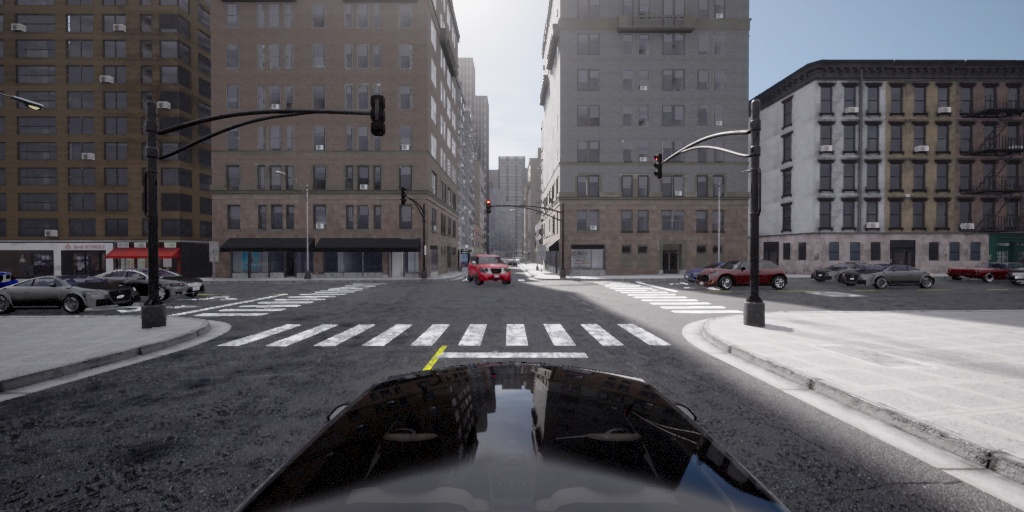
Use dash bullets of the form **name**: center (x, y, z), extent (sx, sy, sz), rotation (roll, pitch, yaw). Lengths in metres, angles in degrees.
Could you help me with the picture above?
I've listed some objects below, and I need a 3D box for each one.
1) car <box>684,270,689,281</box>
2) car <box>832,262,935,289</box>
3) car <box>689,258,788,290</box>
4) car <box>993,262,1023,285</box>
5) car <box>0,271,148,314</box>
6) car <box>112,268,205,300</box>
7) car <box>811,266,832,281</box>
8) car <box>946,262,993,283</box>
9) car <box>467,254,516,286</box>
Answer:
- **car**: center (14.176, 1.127, 24.324), extent (4.674, 1.442, 1.812), rotation (0, 1, 0)
- **car**: center (21.992, 1.148, 21.115), extent (4.181, 1.385, 1.994), rotation (0, 1, -1)
- **car**: center (13.349, 0.994, 21.048), extent (4.553, 1.767, 2.097), rotation (0, 1, -1)
- **car**: center (32.389, 1.002, 21.156), extent (4.902, 1.511, 2.128), rotation (0, 1, 0)
- **car**: center (-17.525, 1.441, 14.215), extent (4.181, 1.385, 1.994), rotation (0, 1, 0)
- **car**: center (-17.794, 1.335, 17.474), extent (4.902, 1.511, 2.128), rotation (0, 1, 1)
- **car**: center (22.923, 1.106, 24.375), extent (4.181, 1.385, 1.994), rotation (0, 1, -1)
- **car**: center (32.843, 1.073, 24.408), extent (4.718, 1.301, 1.895), rotation (0, 1, 0)
- **car**: center (-1.753, 0.907, 25.343), extent (2.150, 2.045, 5.566), rotation (0, 0, -16)
